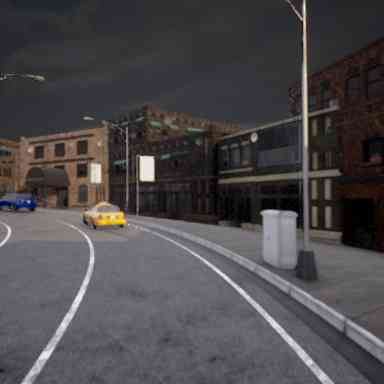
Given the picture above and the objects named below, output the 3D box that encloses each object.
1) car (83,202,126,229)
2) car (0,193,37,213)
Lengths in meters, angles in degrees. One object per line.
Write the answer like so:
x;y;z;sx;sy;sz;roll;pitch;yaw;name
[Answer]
-5.679;1.410;21.101;1.801;1.575;5.366;0;0;-28;car
-19.120;1.115;36.089;5.566;2.045;2.150;0;-1;36;car
